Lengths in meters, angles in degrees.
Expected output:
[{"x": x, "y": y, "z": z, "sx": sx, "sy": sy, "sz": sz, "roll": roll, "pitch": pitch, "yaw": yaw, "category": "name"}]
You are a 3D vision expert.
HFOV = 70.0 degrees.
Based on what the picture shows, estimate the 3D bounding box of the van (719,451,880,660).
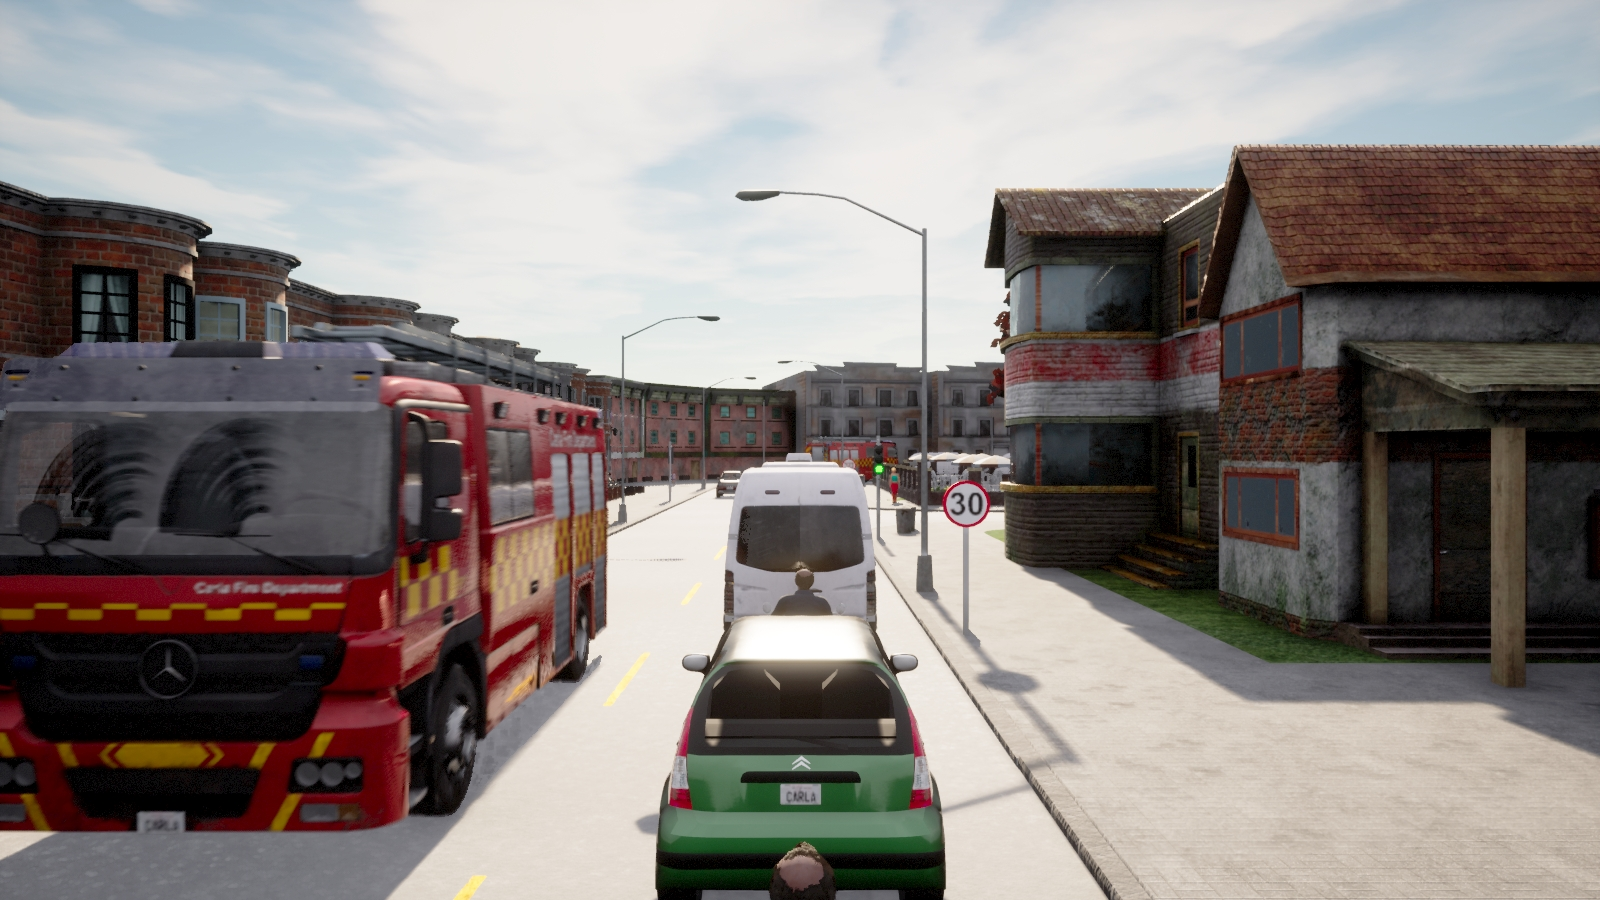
[{"x": -0.006, "y": 1.308, "z": 17.043, "sx": 1.988, "sy": 2.561, "sz": 5.915, "roll": 0, "pitch": 0, "yaw": 0, "category": "van"}]

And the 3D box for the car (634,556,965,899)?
[{"x": -0.003, "y": 1.776, "z": 8.384, "sx": 1.851, "sy": 1.617, "sz": 3.988, "roll": 0, "pitch": 0, "yaw": 0, "category": "car"}]

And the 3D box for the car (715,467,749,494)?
[{"x": -4.014, "y": 1.781, "z": 67.520, "sx": 1.789, "sy": 1.549, "sz": 3.705, "roll": 0, "pitch": 0, "yaw": 0, "category": "car"}]

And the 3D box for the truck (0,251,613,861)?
[{"x": -4.006, "y": 0.666, "z": 11.400, "sx": 2.891, "sy": 3.827, "sz": 8.468, "roll": 0, "pitch": 0, "yaw": 0, "category": "truck"}]

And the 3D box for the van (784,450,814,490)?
[{"x": -0.059, "y": 1.286, "z": 76.777, "sx": 1.988, "sy": 2.561, "sz": 5.915, "roll": 0, "pitch": 0, "yaw": 0, "category": "van"}]

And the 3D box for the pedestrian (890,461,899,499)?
[{"x": 4.663, "y": 1.495, "z": 56.440, "sx": 0.375, "sy": 1.860, "sz": 0.375, "roll": 0, "pitch": 0, "yaw": 10, "category": "pedestrian"}]
